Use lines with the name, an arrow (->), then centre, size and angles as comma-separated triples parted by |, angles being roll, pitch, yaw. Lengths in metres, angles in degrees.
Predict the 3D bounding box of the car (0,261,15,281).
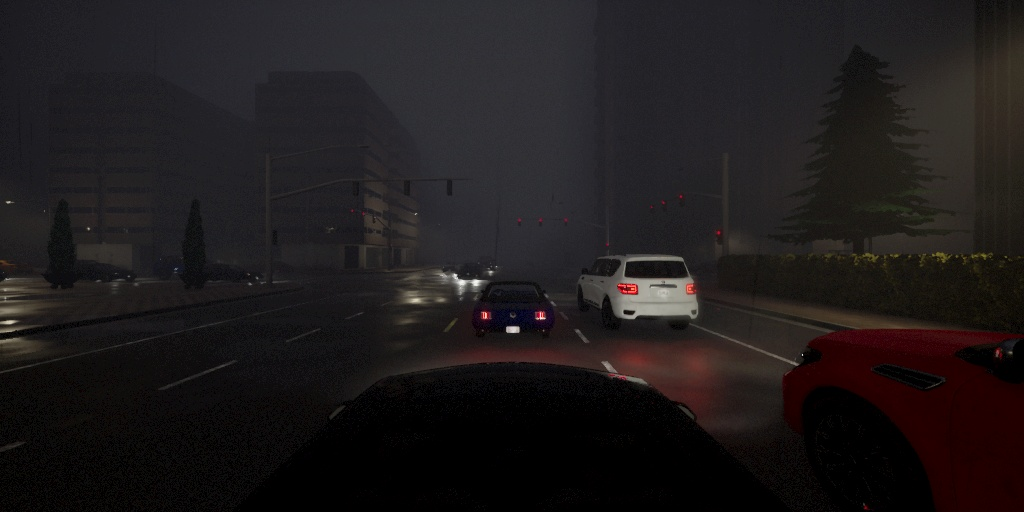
car -> -41.844, 1.276, 27.486 | 4.674, 1.442, 1.812 | 0, 0, 1

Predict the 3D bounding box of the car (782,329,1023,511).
car -> 3.601, 0.971, 0.960 | 2.150, 2.045, 5.566 | 0, 0, 0

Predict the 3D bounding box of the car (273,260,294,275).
car -> -25.933, 1.227, 38.035 | 5.008, 1.535, 1.882 | 0, 0, 1

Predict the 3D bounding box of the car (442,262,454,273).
car -> -7.165, 1.351, 43.427 | 1.895, 1.301, 4.718 | 0, 0, 0

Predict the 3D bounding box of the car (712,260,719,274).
car -> 20.821, 1.228, 37.652 | 5.008, 1.535, 1.882 | 0, 0, 1

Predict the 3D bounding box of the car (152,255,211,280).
car -> -27.503, 0.972, 30.863 | 5.566, 2.045, 2.150 | 0, 0, 0

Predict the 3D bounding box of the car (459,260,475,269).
car -> -7.176, 1.313, 57.518 | 1.994, 1.385, 4.181 | 0, 0, 0

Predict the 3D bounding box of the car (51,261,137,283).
car -> -31.591, 1.276, 27.399 | 4.674, 1.442, 1.812 | 0, 0, 1

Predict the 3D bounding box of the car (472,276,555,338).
car -> 0.044, 1.351, 10.192 | 1.895, 1.301, 4.718 | 0, 0, 0

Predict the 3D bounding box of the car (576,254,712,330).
car -> 3.574, 0.971, 11.321 | 2.150, 2.045, 5.566 | 0, 0, -2

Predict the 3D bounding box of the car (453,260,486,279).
car -> -3.647, 1.314, 31.798 | 1.994, 1.385, 4.181 | 0, 0, 0

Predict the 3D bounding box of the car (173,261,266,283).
car -> -22.007, 1.297, 27.292 | 5.357, 1.411, 2.033 | 0, 0, 1

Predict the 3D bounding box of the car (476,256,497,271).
car -> -3.672, 0.972, 50.563 | 2.150, 2.045, 5.566 | 0, 0, 0

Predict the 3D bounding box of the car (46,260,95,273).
car -> -36.972, 1.102, 30.947 | 4.553, 1.767, 2.097 | 0, 0, 1
